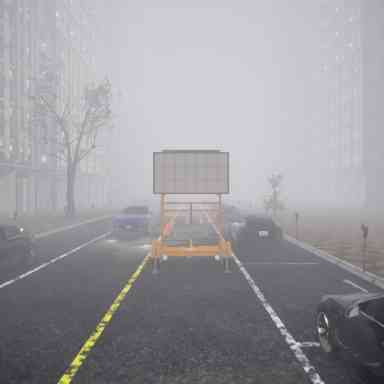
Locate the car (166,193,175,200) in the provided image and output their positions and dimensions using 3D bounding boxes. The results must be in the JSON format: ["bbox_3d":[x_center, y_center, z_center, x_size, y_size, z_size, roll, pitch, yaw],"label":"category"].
[{"bbox_3d":[-5.932,1.267,93.336,2.192,1.841,5.009,-1,0,0],"label":"car"}]

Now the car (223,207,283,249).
[{"bbox_3d":[2.647,1.563,14.382,1.947,1.339,4.313,-1,0,0],"label":"car"}]

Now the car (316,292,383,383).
[{"bbox_3d":[2.675,1.565,3.096,1.947,1.339,4.313,-1,0,0],"label":"car"}]

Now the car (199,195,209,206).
[{"bbox_3d":[2.549,1.525,53.881,1.887,1.381,4.507,-1,0,0],"label":"car"}]

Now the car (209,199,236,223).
[{"bbox_3d":[2.618,1.538,25.667,1.887,1.381,4.507,-1,0,0],"label":"car"}]

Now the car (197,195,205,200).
[{"bbox_3d":[2.452,1.503,93.380,2.008,1.369,4.403,-1,0,0],"label":"car"}]

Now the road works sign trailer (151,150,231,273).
[{"bbox_3d":[-0.025,0.462,10.639,2.380,3.560,2.880,0,0,0],"label":"road works sign trailer"}]

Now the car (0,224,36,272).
[{"bbox_3d":[-5.721,1.564,8.716,1.947,1.339,4.313,-1,0,0],"label":"car"}]

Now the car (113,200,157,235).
[{"bbox_3d":[-3.148,1.473,18.947,1.882,1.535,5.008,0,0,0],"label":"car"}]

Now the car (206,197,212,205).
[{"bbox_3d":[2.604,1.516,31.480,1.752,1.417,4.829,-1,0,0],"label":"car"}]

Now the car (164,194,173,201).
[{"bbox_3d":[-5.887,1.492,76.243,1.752,1.417,4.829,-1,0,0],"label":"car"}]

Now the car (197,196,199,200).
[{"bbox_3d":[2.493,1.517,76.452,2.008,1.369,4.403,-1,0,0],"label":"car"}]

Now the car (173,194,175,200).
[{"bbox_3d":[-5.901,1.544,82.054,1.802,1.307,4.206,-1,0,0],"label":"car"}]
